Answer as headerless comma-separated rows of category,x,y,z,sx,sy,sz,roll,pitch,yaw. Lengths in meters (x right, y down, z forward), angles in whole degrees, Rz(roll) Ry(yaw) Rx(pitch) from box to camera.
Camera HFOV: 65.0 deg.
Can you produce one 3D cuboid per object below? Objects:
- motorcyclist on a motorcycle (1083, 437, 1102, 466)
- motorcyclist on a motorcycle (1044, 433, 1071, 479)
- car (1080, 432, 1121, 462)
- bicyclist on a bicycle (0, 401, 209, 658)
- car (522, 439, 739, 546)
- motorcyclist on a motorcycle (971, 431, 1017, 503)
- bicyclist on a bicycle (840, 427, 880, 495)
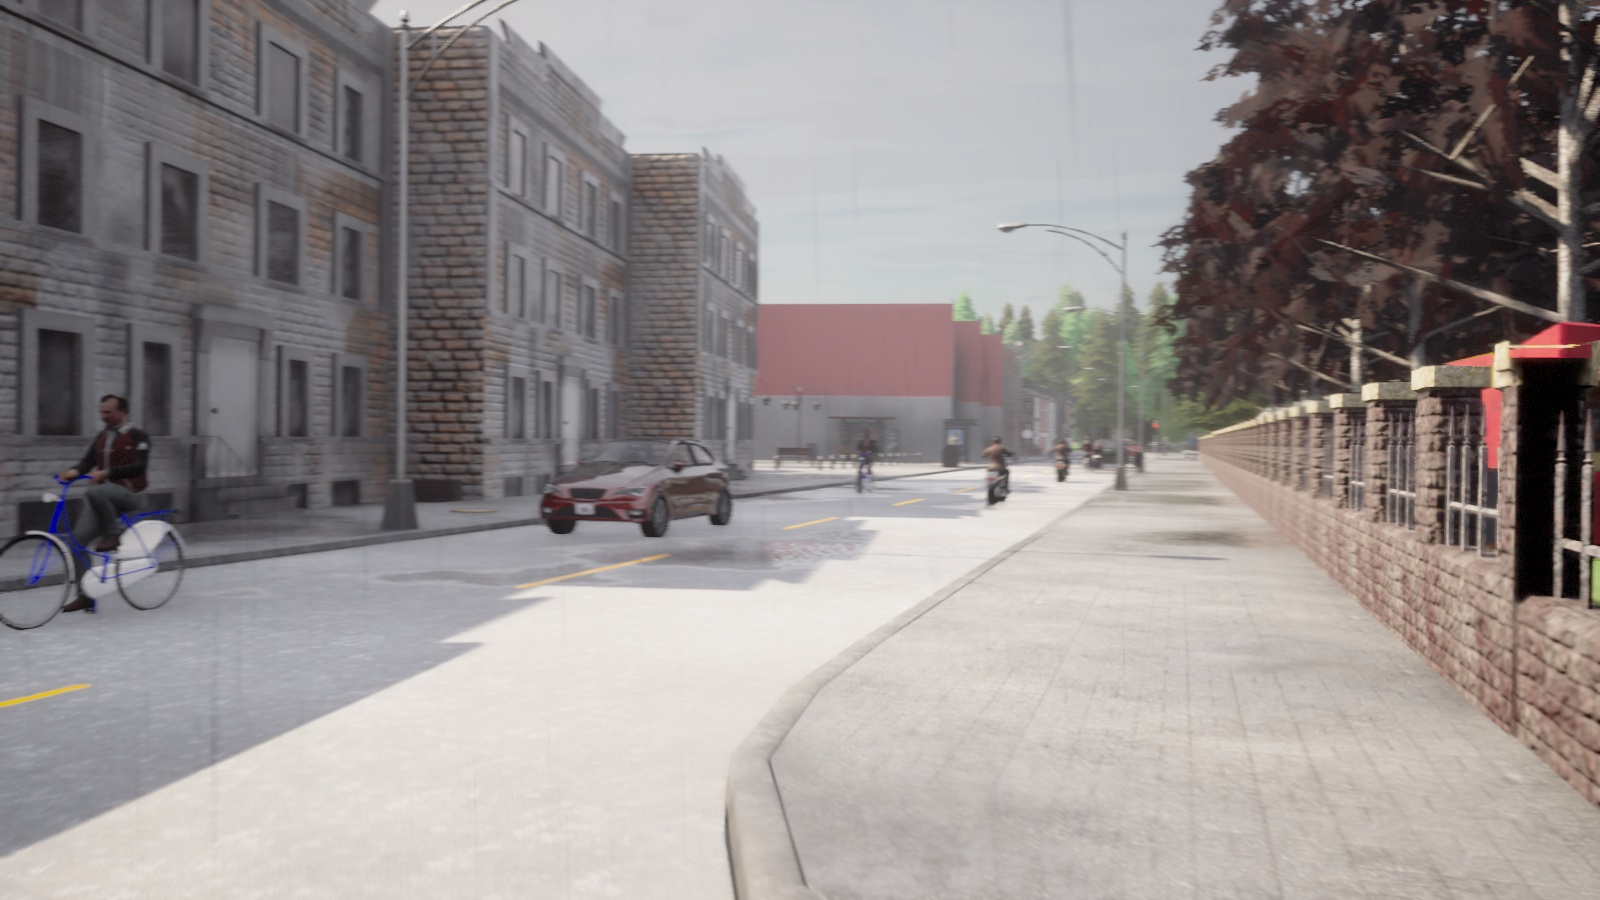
motorcyclist on a motorcycle,15.665,0.068,67.133,0.866,1.530,2.191,0,1,17
motorcyclist on a motorcycle,9.551,0.206,46.510,0.766,1.649,2.350,0,0,16
car,17.896,-0.190,74.653,2.097,1.767,4.553,0,1,16
bicyclist on a bicycle,-5.501,0.547,9.650,0.659,1.776,1.843,0,0,16
car,-2.516,0.581,19.762,1.816,1.474,4.193,0,1,16
motorcyclist on a motorcycle,4.623,0.386,29.817,0.766,1.649,2.350,0,0,16
bicyclist on a bicycle,1.630,0.287,33.808,0.659,1.776,1.843,0,0,16
